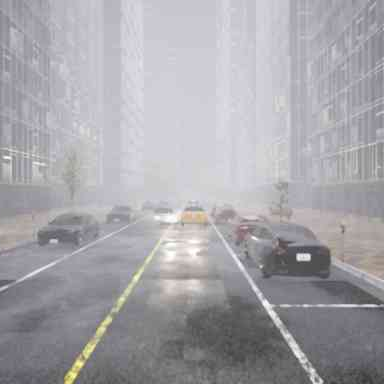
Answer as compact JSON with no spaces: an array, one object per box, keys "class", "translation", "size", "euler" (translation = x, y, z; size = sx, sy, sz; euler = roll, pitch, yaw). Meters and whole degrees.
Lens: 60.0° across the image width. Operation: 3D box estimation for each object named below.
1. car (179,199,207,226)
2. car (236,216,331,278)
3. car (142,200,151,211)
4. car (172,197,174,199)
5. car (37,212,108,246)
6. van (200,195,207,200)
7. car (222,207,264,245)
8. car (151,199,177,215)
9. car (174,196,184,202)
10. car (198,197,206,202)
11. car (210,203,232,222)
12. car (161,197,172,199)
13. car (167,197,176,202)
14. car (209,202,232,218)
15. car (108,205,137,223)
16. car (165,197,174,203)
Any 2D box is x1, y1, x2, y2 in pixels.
[{"class":"car","translation":[0.139,1.599,24.801],"size":[1.801,1.575,5.366],"euler":[0,0,0]},{"class":"car","translation":[2.704,1.626,10.118],"size":[1.947,1.339,4.313],"euler":[0,0,0]},{"class":"car","translation":[-5.624,1.788,44.292],"size":[1.887,1.381,4.507],"euler":[0,0,0]},{"class":"car","translation":[-5.580,1.811,72.755],"size":[1.967,1.590,4.097],"euler":[0,0,0]},{"class":"car","translation":[-5.668,1.658,15.831],"size":[1.947,1.339,4.313],"euler":[0,0,0]},{"class":"van","translation":[2.818,1.760,84.123],"size":[1.690,1.788,3.998],"euler":[0,0,0]},{"class":"car","translation":[2.712,1.637,15.810],"size":[1.887,1.381,4.507],"euler":[0,0,0]},{"class":"car","translation":[-3.039,1.769,36.589],"size":[1.994,1.385,4.181],"euler":[0,0,0]},{"class":"car","translation":[-2.881,1.740,78.209],"size":[2.033,1.411,5.357],"euler":[0,0,0]},{"class":"car","translation":[2.836,2.009,95.507],"size":[2.008,1.369,4.403],"euler":[0,0,0]},{"class":"car","translation":[2.730,1.737,27.195],"size":[1.802,1.307,4.206],"euler":[0,0,0]},{"class":"car","translation":[-5.589,1.787,67.063],"size":[1.967,1.590,4.097],"euler":[0,0,0]},{"class":"car","translation":[-5.553,1.990,89.832],"size":[2.008,1.369,4.403],"euler":[0,0,0]},{"class":"car","translation":[2.739,1.730,32.888],"size":[1.887,1.381,4.507],"euler":[0,0,0]},{"class":"car","translation":[-5.651,1.720,27.215],"size":[1.947,1.339,4.313],"euler":[0,0,0]},{"class":"car","translation":[-5.562,1.969,84.139],"size":[2.008,1.369,4.403],"euler":[0,0,0]}]
